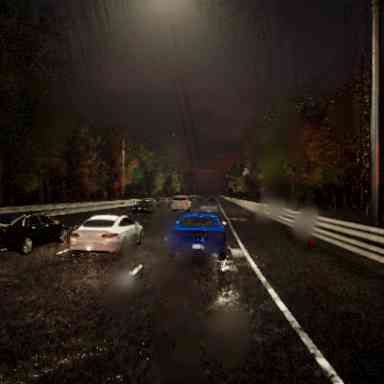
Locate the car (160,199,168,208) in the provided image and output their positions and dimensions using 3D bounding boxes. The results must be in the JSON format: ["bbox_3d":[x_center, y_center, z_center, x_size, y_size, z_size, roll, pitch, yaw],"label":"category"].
[{"bbox_3d":[-4.133,1.864,52.294,2.033,1.411,5.357,0,0,4],"label":"car"}]

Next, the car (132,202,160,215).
[{"bbox_3d":[-5.177,1.757,36.330,2.033,1.411,5.357,0,0,4],"label":"car"}]

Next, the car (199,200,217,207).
[{"bbox_3d":[1.940,1.876,37.877,1.895,1.301,4.718,0,0,4],"label":"car"}]

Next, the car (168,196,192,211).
[{"bbox_3d":[-1.287,1.499,42.135,2.150,2.045,5.566,0,0,4],"label":"car"}]

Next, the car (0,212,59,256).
[{"bbox_3d":[-6.677,1.550,13.310,1.837,1.490,4.892,0,0,4],"label":"car"}]

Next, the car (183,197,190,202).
[{"bbox_3d":[-1.508,2.089,92.512,1.812,1.442,4.674,0,0,4],"label":"car"}]

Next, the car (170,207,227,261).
[{"bbox_3d":[0.310,1.573,12.873,1.882,1.535,5.008,0,0,4],"label":"car"}]

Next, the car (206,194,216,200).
[{"bbox_3d":[5.492,2.096,92.288,1.882,1.535,5.008,0,0,4],"label":"car"}]

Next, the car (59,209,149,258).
[{"bbox_3d":[-3.185,1.595,13.085,1.812,1.442,4.674,0,0,4],"label":"car"}]
